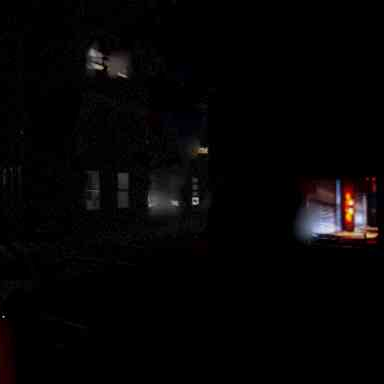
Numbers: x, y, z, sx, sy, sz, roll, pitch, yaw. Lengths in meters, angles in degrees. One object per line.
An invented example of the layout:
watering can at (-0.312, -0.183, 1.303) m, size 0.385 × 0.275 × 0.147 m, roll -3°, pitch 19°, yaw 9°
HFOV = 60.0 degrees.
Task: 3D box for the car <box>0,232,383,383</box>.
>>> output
car at (-0.249, 1.319, 3.073) m, size 5.009 × 1.841 × 2.192 m, roll 0°, pitch -1°, yaw 35°
